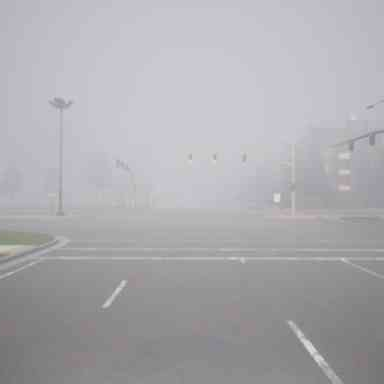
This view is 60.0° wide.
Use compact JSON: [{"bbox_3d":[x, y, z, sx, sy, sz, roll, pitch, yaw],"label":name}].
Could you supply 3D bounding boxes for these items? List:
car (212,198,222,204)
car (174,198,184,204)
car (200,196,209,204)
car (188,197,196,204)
[{"bbox_3d":[6.914,2.538,87.809,1.895,1.301,4.718,0,-1,0],"label":"car"},{"bbox_3d":[-3.586,2.297,87.739,2.097,1.767,4.553,0,-1,0],"label":"car"},{"bbox_3d":[3.414,2.495,87.775,1.994,1.385,4.181,0,-1,0],"label":"car"},{"bbox_3d":[-0.086,2.494,87.738,1.994,1.385,4.181,0,-1,0],"label":"car"}]
